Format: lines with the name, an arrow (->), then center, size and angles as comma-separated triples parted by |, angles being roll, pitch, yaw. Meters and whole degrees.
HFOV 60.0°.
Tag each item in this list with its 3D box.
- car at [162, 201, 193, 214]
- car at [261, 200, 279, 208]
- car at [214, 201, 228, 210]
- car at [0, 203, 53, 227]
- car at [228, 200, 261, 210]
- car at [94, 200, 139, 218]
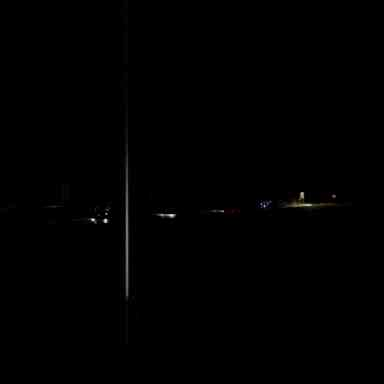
car -> -1.683, 1.865, 40.823 | 1.812, 1.442, 4.674 | -1, -1, 35
car -> 13.493, 2.112, 57.656 | 1.895, 1.301, 4.718 | -1, -1, 35
car -> 4.989, 2.009, 50.331 | 1.994, 1.385, 4.181 | -1, -1, 35
car -> -12.885, 1.634, 24.726 | 1.882, 1.535, 5.008 | -1, -1, 35
car -> 7.800, 1.914, 49.389 | 2.128, 1.511, 4.902 | -1, -1, 35
car -> -7.368, 1.599, 32.661 | 2.097, 1.767, 4.553 | -1, -1, 35
